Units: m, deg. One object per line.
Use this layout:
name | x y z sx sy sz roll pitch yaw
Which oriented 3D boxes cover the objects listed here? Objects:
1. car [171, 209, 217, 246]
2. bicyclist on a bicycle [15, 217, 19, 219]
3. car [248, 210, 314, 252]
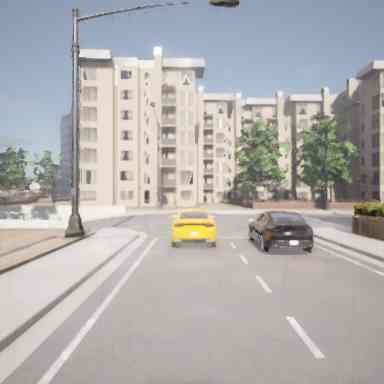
car | 0.087 1.519 15.630 1.882 1.535 5.008 0 0 0
bicyclist on a bicycle | -20.161 3.650 38.441 0.582 1.620 1.656 -8 0 2
car | 3.592 1.542 14.071 1.837 1.490 4.892 0 0 0
